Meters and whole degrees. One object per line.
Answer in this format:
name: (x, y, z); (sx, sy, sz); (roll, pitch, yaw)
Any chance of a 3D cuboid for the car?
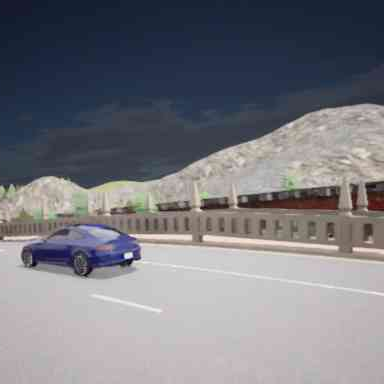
car: (-3.708, 1.772, 10.939); (4.674, 1.442, 1.812); (-3, -2, 35)
